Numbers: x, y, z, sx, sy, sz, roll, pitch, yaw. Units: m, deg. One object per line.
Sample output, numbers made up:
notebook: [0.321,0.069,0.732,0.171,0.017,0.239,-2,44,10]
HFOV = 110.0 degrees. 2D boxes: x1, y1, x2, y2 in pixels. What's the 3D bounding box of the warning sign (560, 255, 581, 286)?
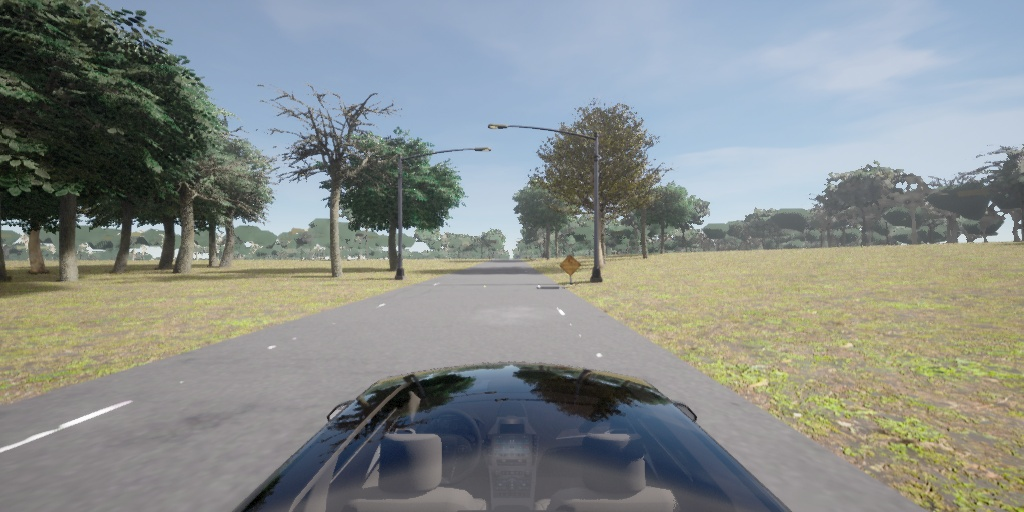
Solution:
warning sign: [3.550,0.841,21.528,1.300,1.860,1.060,0,0,0]
